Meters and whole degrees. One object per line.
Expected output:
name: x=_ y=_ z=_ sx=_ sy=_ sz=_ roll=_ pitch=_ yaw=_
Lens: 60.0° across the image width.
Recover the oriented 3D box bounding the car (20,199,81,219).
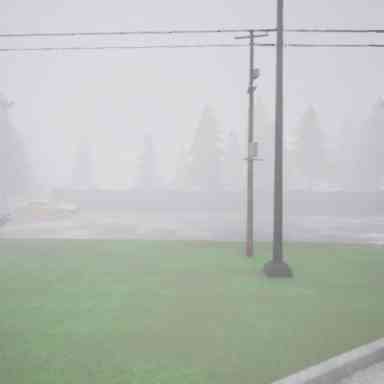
car: x=-12.506 y=1.408 z=28.290 sx=5.008 sy=1.535 sz=1.882 roll=1 pitch=0 yaw=1

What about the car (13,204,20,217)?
car: x=-14.129 y=1.405 z=21.324 sx=4.892 sy=1.490 sz=1.837 roll=1 pitch=0 yaw=1

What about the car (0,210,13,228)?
car: x=-12.732 y=1.384 z=17.793 sx=5.008 sy=1.535 sz=1.882 roll=1 pitch=0 yaw=1
